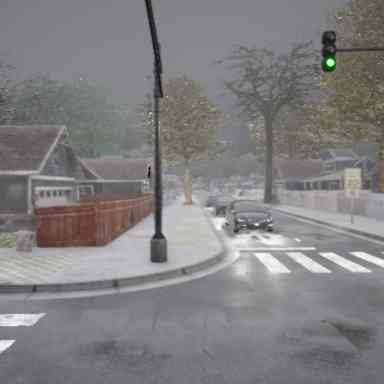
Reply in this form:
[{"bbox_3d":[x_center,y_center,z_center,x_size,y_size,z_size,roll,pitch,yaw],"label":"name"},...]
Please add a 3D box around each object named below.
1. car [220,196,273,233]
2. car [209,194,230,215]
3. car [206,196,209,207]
[{"bbox_3d":[2.833,1.184,17.455,1.837,1.490,4.892,0,1,-2],"label":"car"},{"bbox_3d":[2.724,1.004,27.176,1.882,1.535,5.008,0,1,0],"label":"car"},{"bbox_3d":[2.613,0.935,37.207,1.994,1.385,4.181,0,1,0],"label":"car"}]
